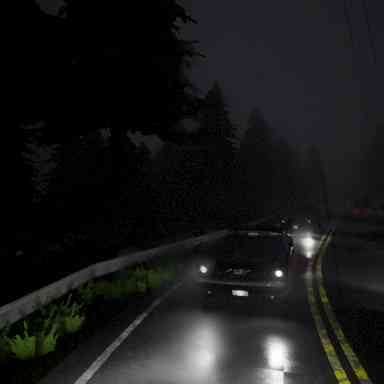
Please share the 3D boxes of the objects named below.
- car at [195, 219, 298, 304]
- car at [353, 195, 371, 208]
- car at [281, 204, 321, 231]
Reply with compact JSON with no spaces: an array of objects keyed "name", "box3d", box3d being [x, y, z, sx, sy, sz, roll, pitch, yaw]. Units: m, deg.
[{"name":"car","box3d":[1.582,1.598,8.412,1.895,1.301,4.718,-1,0,18]},{"name":"car","box3d":[20.609,1.058,40.243,2.128,1.511,4.902,-2,0,28]},{"name":"car","box3d":[6.659,1.460,20.055,2.033,1.411,5.357,-2,0,26]}]
